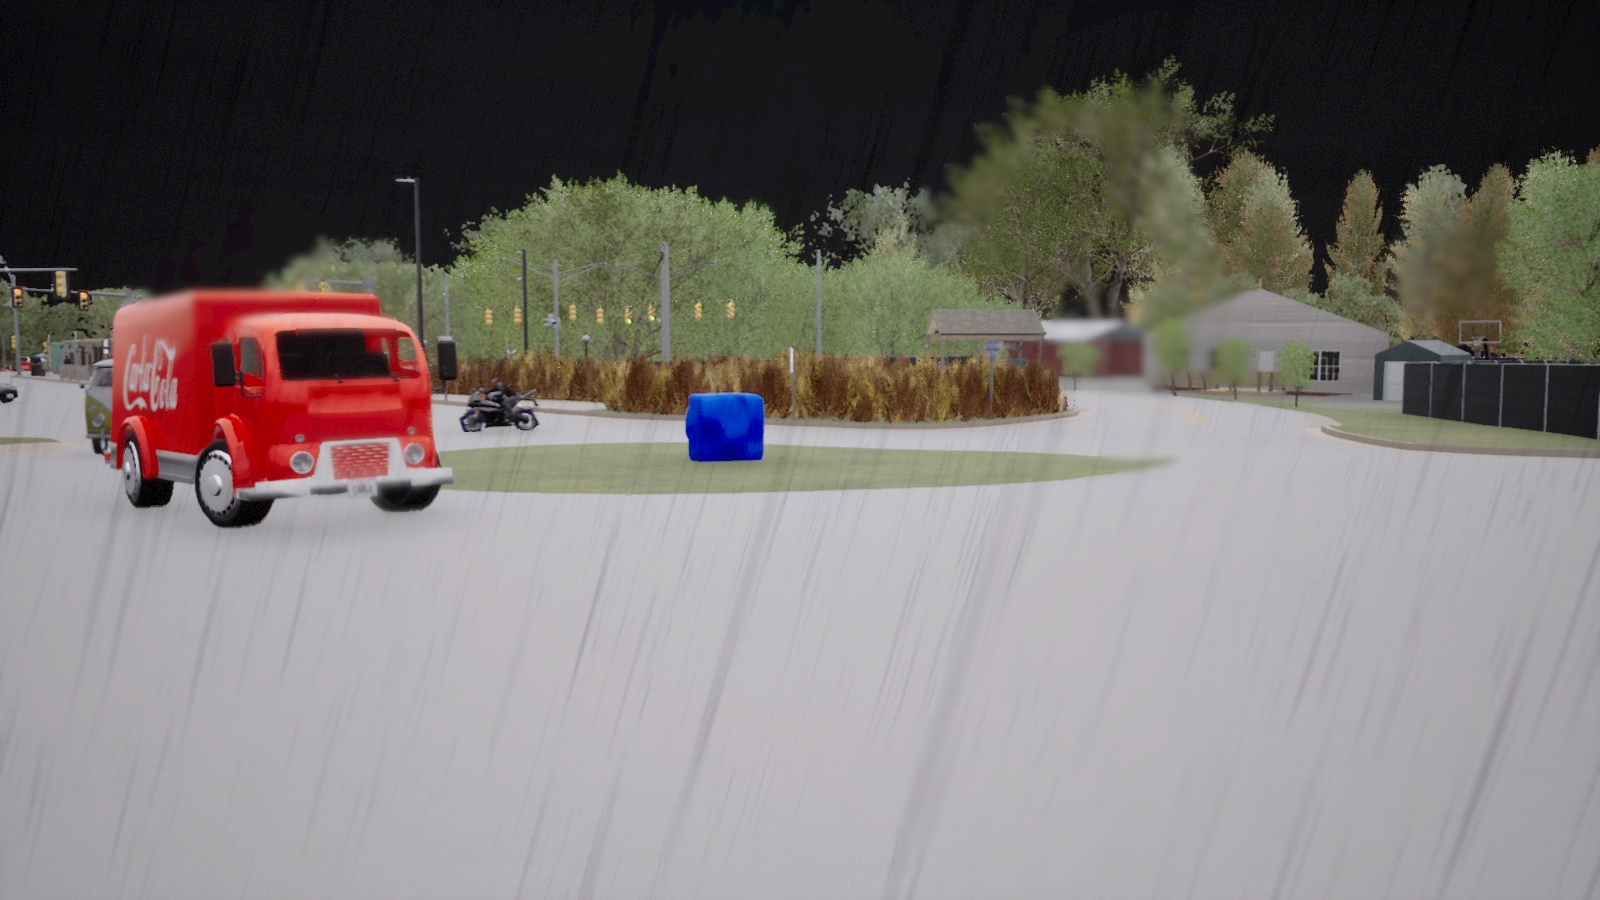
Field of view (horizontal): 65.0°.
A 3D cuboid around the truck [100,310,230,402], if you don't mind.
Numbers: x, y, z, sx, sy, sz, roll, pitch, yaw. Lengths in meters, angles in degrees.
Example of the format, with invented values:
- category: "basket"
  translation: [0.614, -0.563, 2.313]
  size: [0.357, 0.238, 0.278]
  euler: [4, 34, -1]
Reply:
- category: "truck"
  translation: [-28.658, -4.158, 56.466]
  size: [2.891, 3.827, 8.468]
  euler: [-5, 6, -42]

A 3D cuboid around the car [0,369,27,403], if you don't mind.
- category: "car"
  translation: [-38.247, -2.854, 57.171]
  size: [4.792, 1.488, 2.163]
  euler: [-1, 4, 6]

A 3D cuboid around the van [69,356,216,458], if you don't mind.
- category: "van"
  translation: [-13.911, -0.977, 26.837]
  size: [1.775, 1.987, 4.442]
  euler: [-1, 4, -14]

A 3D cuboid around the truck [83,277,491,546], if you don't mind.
- category: "truck"
  translation: [-6.015, -0.544, 14.340]
  size: [2.627, 2.467, 5.204]
  euler: [-5, 6, -41]

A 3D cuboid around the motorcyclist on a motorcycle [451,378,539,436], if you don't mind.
- category: "motorcyclist on a motorcycle"
  translation: [-8.464, -1.216, 34.860]
  size: [2.191, 1.530, 0.866]
  euler: [-2, 5, -31]
